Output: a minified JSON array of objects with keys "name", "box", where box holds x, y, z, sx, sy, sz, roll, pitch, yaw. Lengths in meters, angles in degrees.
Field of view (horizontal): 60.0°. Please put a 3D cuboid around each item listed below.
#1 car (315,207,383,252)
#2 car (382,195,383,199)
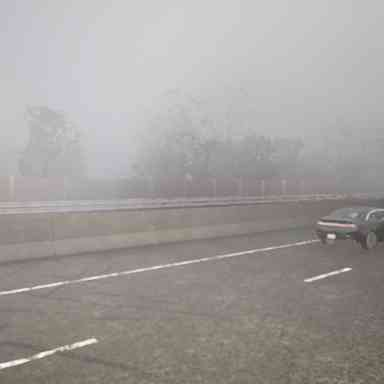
[{"name":"car","box":[6.935,1.340,13.261,4.902,1.511,2.128,-1,1,-36]},{"name":"car","box":[33.388,0.549,54.391,5.566,2.045,2.150,-1,1,-36]}]
